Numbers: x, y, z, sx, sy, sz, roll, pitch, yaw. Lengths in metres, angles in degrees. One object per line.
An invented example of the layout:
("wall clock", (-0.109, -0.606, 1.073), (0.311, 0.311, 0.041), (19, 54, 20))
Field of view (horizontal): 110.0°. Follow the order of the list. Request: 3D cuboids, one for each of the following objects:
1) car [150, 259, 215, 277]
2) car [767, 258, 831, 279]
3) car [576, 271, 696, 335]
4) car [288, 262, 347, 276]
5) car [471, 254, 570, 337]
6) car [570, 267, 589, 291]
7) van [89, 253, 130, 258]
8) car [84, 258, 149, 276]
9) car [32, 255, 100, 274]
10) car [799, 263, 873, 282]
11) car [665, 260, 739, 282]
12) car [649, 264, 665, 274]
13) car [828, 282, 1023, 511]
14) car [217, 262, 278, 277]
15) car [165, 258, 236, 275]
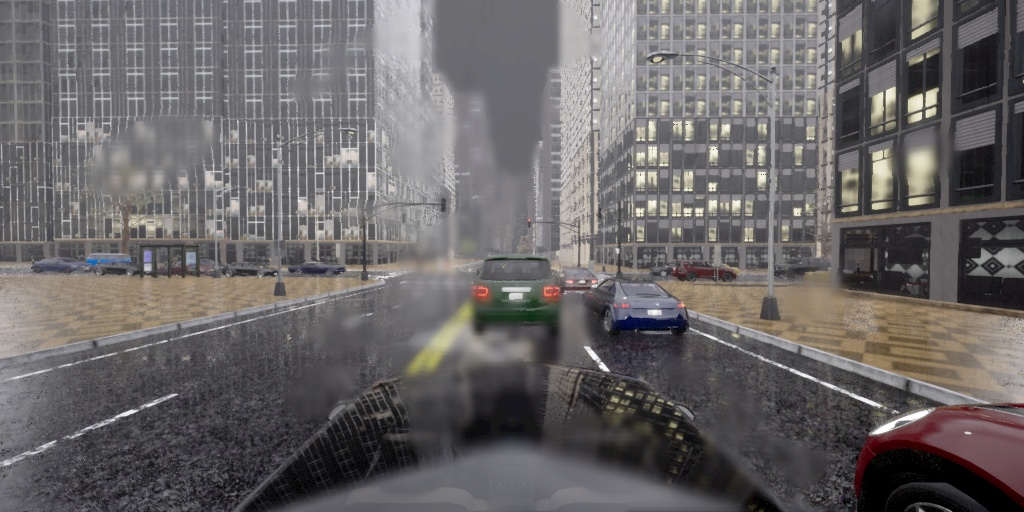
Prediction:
("car", (-28.368, 1.138, 31.300), (4.207, 1.307, 1.802), (0, 0, 1))
("car", (29.027, 1.195, 36.097), (5.566, 2.045, 2.150), (1, 1, 2))
("car", (3.371, 1.310, 10.528), (1.994, 1.385, 4.181), (0, 0, -1))
("car", (-18.212, 1.206, 33.744), (4.718, 1.301, 1.895), (1, 1, 2))
("car", (0.114, 0.967, 10.434), (2.150, 2.045, 5.566), (0, 0, 0))
("car", (3.381, 1.288, 19.771), (2.033, 1.411, 5.357), (0, 0, 0))
("van", (-45.225, 0.605, 40.161), (3.998, 1.789, 1.690), (0, 0, 1))
("car", (-34.048, 1.069, 31.483), (4.313, 1.339, 1.948), (0, 0, 1))
("car", (-42.976, 0.905, 34.328), (4.674, 1.442, 1.812), (1, 1, 2))
("car", (27.688, 1.579, 30.353), (4.829, 1.417, 1.751), (0, 0, 1))
("car", (16.240, 1.269, 30.568), (5.009, 1.841, 2.192), (0, 0, 1))
("car", (16.470, 1.367, 36.369), (4.892, 1.490, 1.837), (0, 1, -1))
("car", (3.344, 1.103, 0.485), (2.097, 1.767, 4.553), (0, 0, 0))
("car", (-22.684, 1.174, 31.158), (4.313, 1.339, 1.948), (0, 0, 1))
("car", (-29.490, 0.994, 34.013), (4.902, 1.511, 2.128), (0, 1, 1))
